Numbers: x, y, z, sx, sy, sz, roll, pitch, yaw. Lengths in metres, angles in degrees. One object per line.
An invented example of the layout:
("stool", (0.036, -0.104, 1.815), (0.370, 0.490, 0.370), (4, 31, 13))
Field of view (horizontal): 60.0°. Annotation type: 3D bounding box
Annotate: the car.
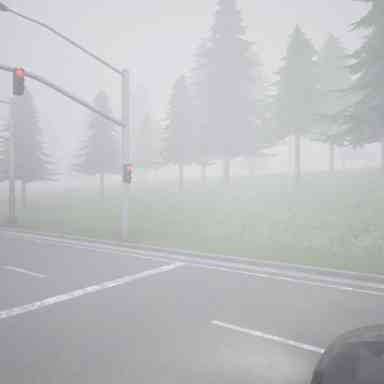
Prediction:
("car", (3.161, 1.505, 1.732), (4.892, 1.490, 1.837), (0, 0, 35))
